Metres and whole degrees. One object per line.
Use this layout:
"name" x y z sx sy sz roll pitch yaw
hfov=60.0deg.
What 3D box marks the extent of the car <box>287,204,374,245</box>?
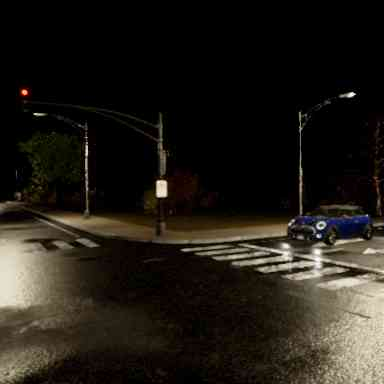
"car" 6.695 1.442 16.048 4.553 1.767 2.097 0 0 -34
